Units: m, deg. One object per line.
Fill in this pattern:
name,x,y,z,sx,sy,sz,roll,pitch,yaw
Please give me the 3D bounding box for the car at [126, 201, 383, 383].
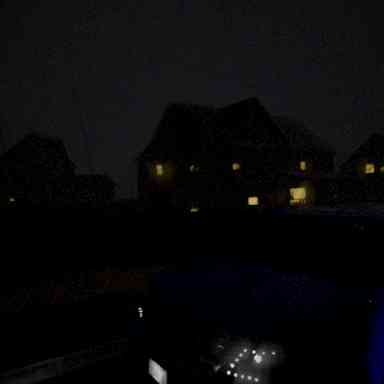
car,1.945,1.180,4.474,5.566,2.045,2.150,-1,0,-36
